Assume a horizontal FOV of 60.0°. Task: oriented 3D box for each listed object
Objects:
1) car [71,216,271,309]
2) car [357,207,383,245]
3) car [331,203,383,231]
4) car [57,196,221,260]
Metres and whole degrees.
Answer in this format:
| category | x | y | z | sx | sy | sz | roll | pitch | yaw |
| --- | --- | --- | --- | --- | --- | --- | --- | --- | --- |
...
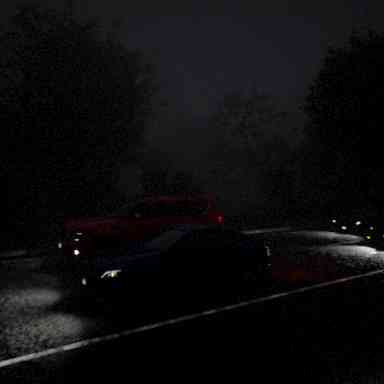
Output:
| category | x | y | z | sx | sy | sz | roll | pitch | yaw |
| --- | --- | --- | --- | --- | --- | --- | --- | --- | --- |
| car | -0.176 | 1.499 | 7.869 | 4.674 | 1.442 | 1.812 | 0 | 0 | -33 |
| car | 8.936 | 1.404 | 13.199 | 4.181 | 1.385 | 1.994 | -1 | 1 | -28 |
| car | 9.886 | 1.319 | 17.632 | 5.357 | 1.411 | 2.033 | -2 | 1 | -27 |
| car | -1.502 | 1.178 | 11.169 | 5.566 | 2.045 | 2.150 | -1 | 1 | -32 |
